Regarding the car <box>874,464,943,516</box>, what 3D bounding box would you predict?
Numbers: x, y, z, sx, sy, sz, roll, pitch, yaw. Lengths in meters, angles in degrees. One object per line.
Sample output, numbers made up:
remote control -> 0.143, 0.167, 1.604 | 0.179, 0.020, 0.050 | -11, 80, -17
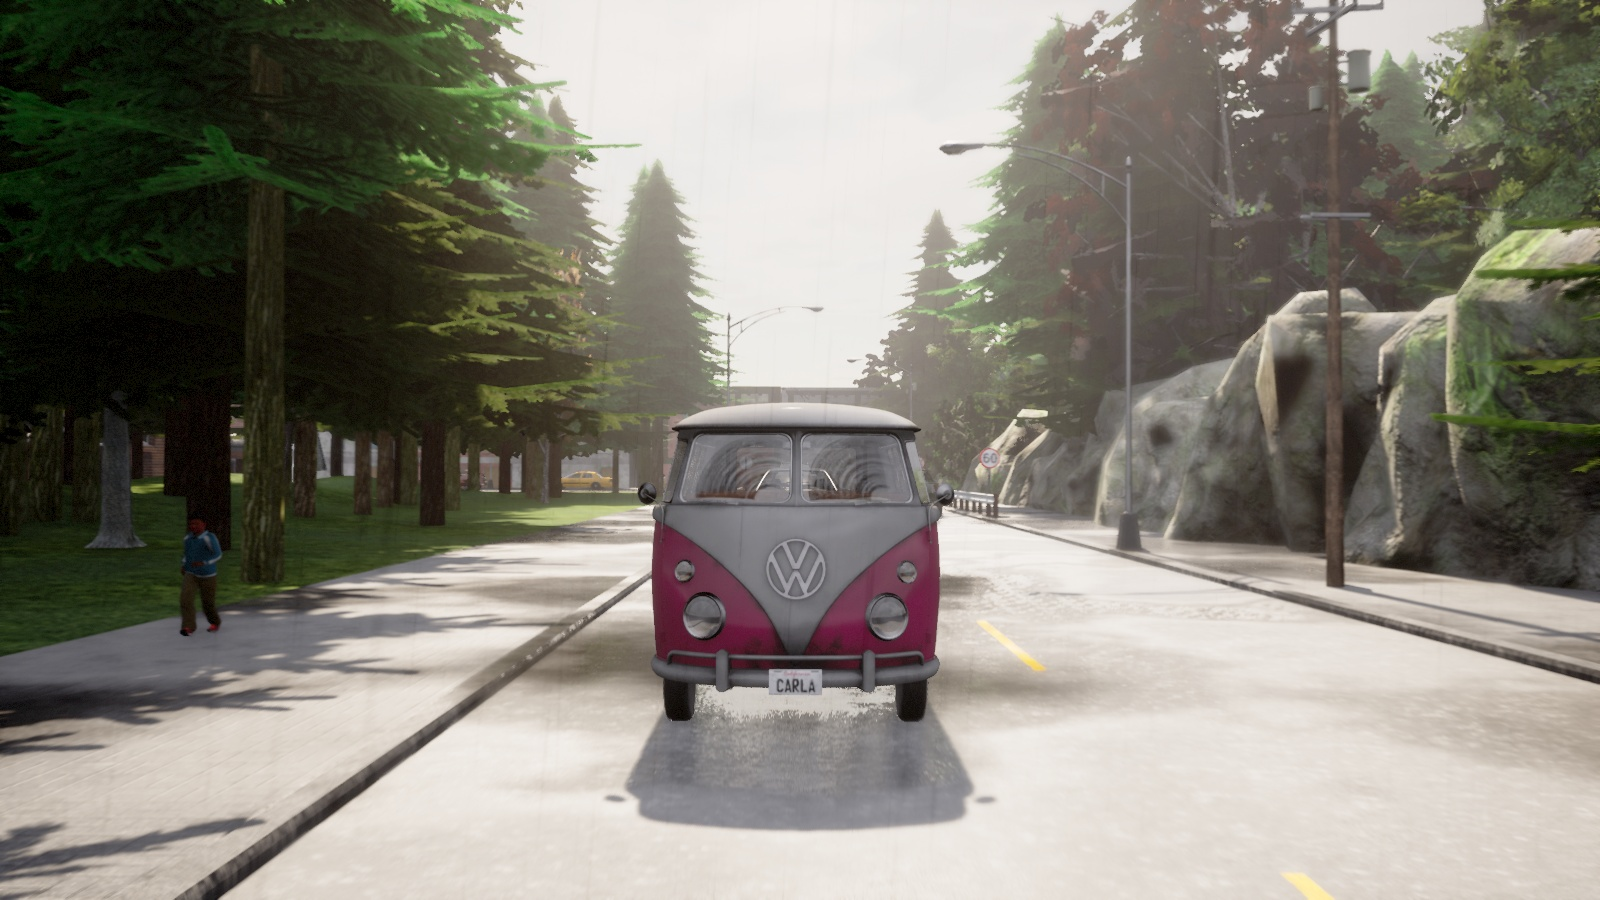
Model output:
car -> 3.867, 1.419, 45.470 | 2.097, 1.767, 4.553 | 0, -1, 0

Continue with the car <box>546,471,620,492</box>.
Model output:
car -> -16.516, 2.421, 95.665 | 5.366, 1.575, 1.801 | 0, -1, 0

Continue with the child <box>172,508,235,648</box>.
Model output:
child -> -5.238, 1.110, 11.042 | 0.343, 1.192, 0.448 | 0, -1, 0

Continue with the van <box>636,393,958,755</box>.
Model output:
van -> -0.023, 0.721, 9.164 | 1.775, 1.987, 4.442 | 0, -1, 0
